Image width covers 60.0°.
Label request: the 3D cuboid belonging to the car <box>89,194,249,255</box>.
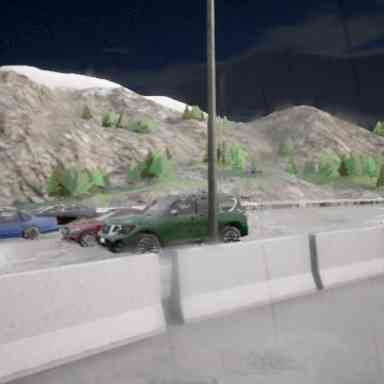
[{"bbox_3d":[-0.473,1.114,11.932,5.566,2.045,2.150,-1,1,-33],"label":"car"}]

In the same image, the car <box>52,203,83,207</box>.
[{"bbox_3d":[-7.982,1.400,19.520,4.902,1.511,2.128,-1,1,-33],"label":"car"}]

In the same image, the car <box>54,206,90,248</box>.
[{"bbox_3d":[-3.150,1.427,14.340,4.674,1.442,1.812,-1,1,-33],"label":"car"}]

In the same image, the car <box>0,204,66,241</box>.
[{"bbox_3d":[-8.771,1.510,14.828,5.357,1.411,2.033,-1,1,-34],"label":"car"}]
